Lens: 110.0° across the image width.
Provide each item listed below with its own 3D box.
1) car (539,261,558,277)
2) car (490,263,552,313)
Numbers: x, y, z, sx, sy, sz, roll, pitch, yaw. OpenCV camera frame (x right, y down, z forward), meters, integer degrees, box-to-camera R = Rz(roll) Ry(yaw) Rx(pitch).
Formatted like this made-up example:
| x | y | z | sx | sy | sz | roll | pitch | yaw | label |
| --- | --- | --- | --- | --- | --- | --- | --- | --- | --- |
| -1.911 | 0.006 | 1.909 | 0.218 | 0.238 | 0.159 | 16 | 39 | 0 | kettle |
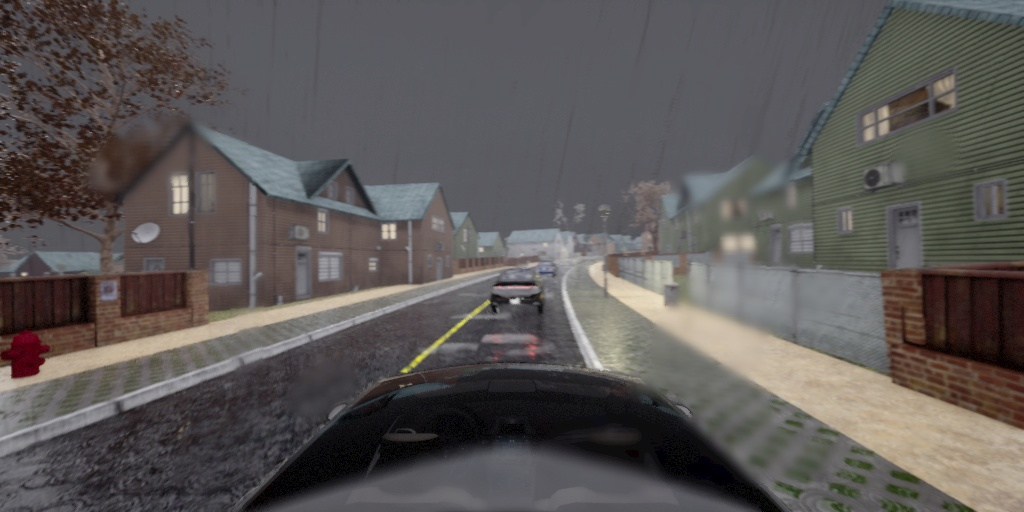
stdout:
| x | y | z | sx | sy | sz | roll | pitch | yaw | label |
| --- | --- | --- | --- | --- | --- | --- | --- | --- | --- |
| 3.201 | 1.137 | 33.103 | 2.033 | 1.411 | 5.357 | -1 | 0 | 11 | car |
| 0.345 | 1.215 | 13.779 | 2.128 | 1.511 | 4.902 | -1 | 0 | 6 | car |
